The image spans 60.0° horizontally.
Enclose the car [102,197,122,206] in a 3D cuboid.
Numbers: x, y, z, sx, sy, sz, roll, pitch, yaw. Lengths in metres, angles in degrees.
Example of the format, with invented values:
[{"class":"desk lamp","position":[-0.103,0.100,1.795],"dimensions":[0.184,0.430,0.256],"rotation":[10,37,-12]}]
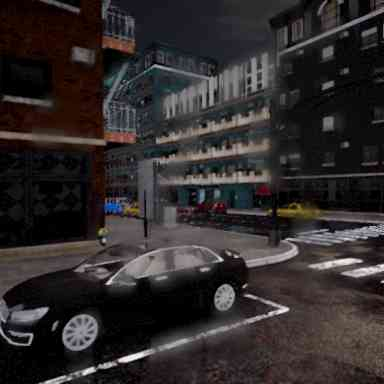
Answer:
[{"class":"car","position":[-14.142,1.685,58.818],"dimensions":[1.947,1.339,4.313],"rotation":[-1,0,-36]}]

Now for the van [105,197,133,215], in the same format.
[{"class":"van","position":[-8.082,1.508,35.937],"dimensions":[1.690,1.788,3.998],"rotation":[-1,0,-36]}]

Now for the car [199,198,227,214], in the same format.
[{"class":"car","position":[1.955,1.482,36.310],"dimensions":[1.967,1.590,4.097],"rotation":[-1,0,-36]}]

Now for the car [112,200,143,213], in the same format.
[{"class":"car","position":[-7.850,1.742,40.084],"dimensions":[1.895,1.301,4.718],"rotation":[-1,0,-35]}]

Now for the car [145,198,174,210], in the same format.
[{"class":"car","position":[-4.483,1.622,45.314],"dimensions":[2.008,1.369,4.403],"rotation":[-1,0,-36]}]

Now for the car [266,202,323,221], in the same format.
[{"class":"car","position":[8.296,1.539,27.447],"dimensions":[1.752,1.417,4.829],"rotation":[-1,0,-36]}]

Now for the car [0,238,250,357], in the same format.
[{"class":"car","position":[-0.895,1.555,5.935],"dimensions":[4.403,1.369,2.008],"rotation":[0,-1,-35]}]

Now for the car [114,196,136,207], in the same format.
[{"class":"car","position":[-10.924,1.543,54.316],"dimensions":[1.967,1.590,4.097],"rotation":[-1,0,-36]}]

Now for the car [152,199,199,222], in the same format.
[{"class":"car","position":[-1.642,1.578,26.936],"dimensions":[1.967,1.590,4.097],"rotation":[-1,0,-36]}]

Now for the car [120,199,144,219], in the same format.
[{"class":"car","position":[-4.761,1.677,31.299],"dimensions":[1.752,1.417,4.829],"rotation":[-1,0,-36]}]
